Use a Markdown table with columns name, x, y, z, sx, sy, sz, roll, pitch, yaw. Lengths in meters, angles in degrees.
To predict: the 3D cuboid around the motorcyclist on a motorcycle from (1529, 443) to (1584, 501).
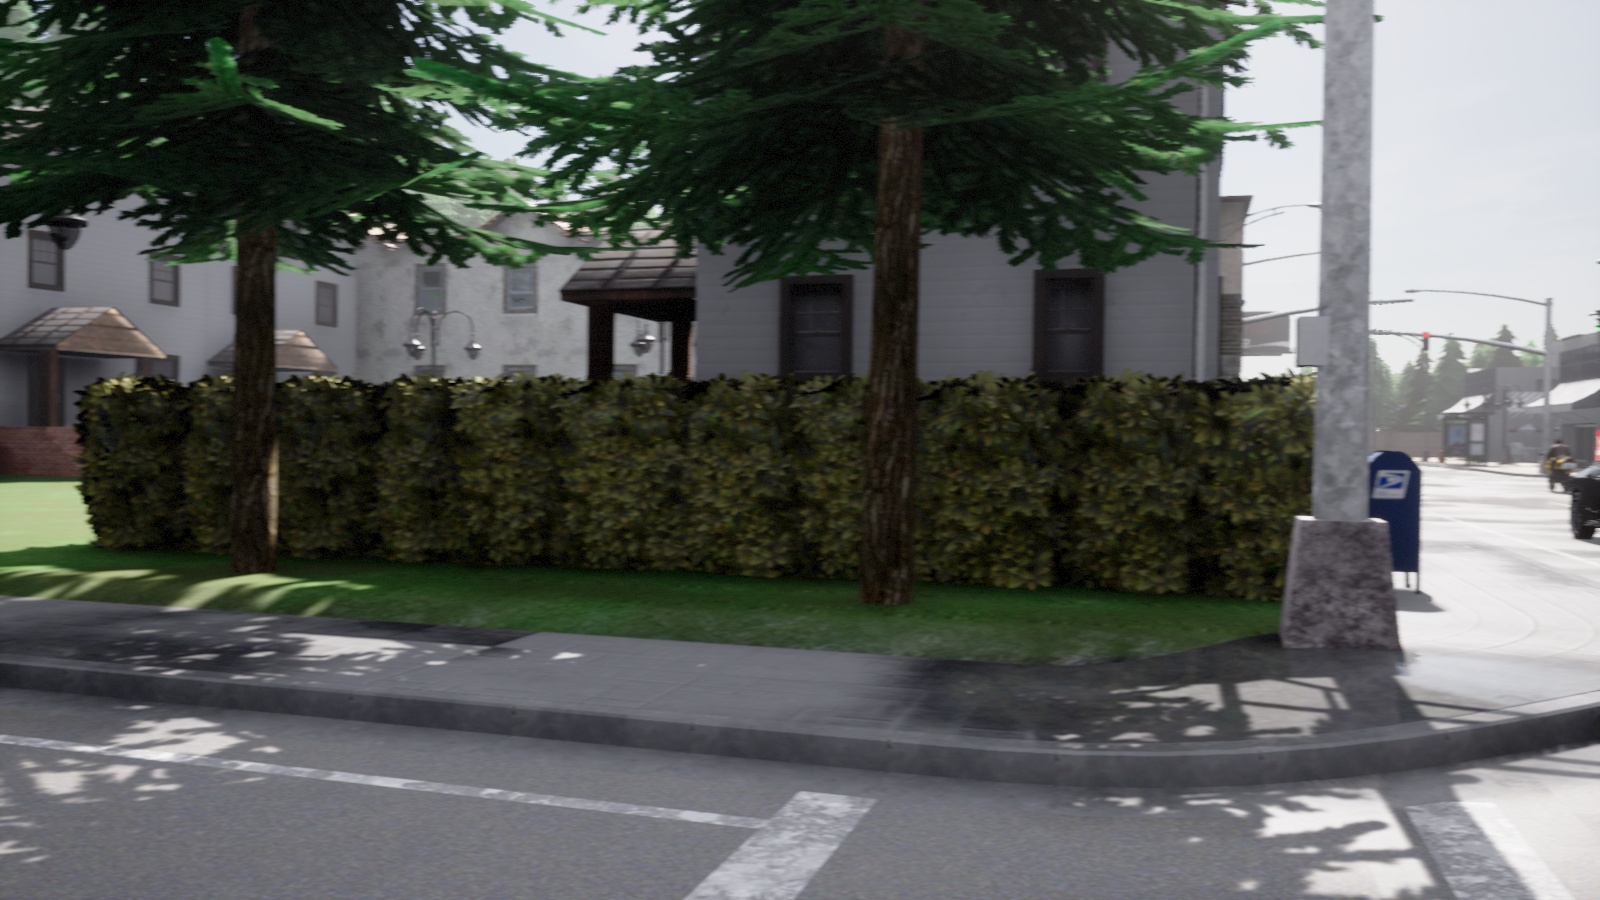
| name | x | y | z | sx | sy | sz | roll | pitch | yaw |
| --- | --- | --- | --- | --- | --- | --- | --- | --- | --- |
| motorcyclist on a motorcycle | 20.917 | 0.585 | 34.777 | 0.797 | 1.523 | 2.044 | 1 | 1 | 17 |

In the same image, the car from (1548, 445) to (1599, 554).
| name | x | y | z | sx | sy | sz | roll | pitch | yaw |
| --- | --- | --- | --- | --- | --- | --- | --- | --- | --- |
| car | 11.622 | 0.688 | 16.682 | 1.812 | 1.442 | 4.674 | 1 | 1 | 17 |
